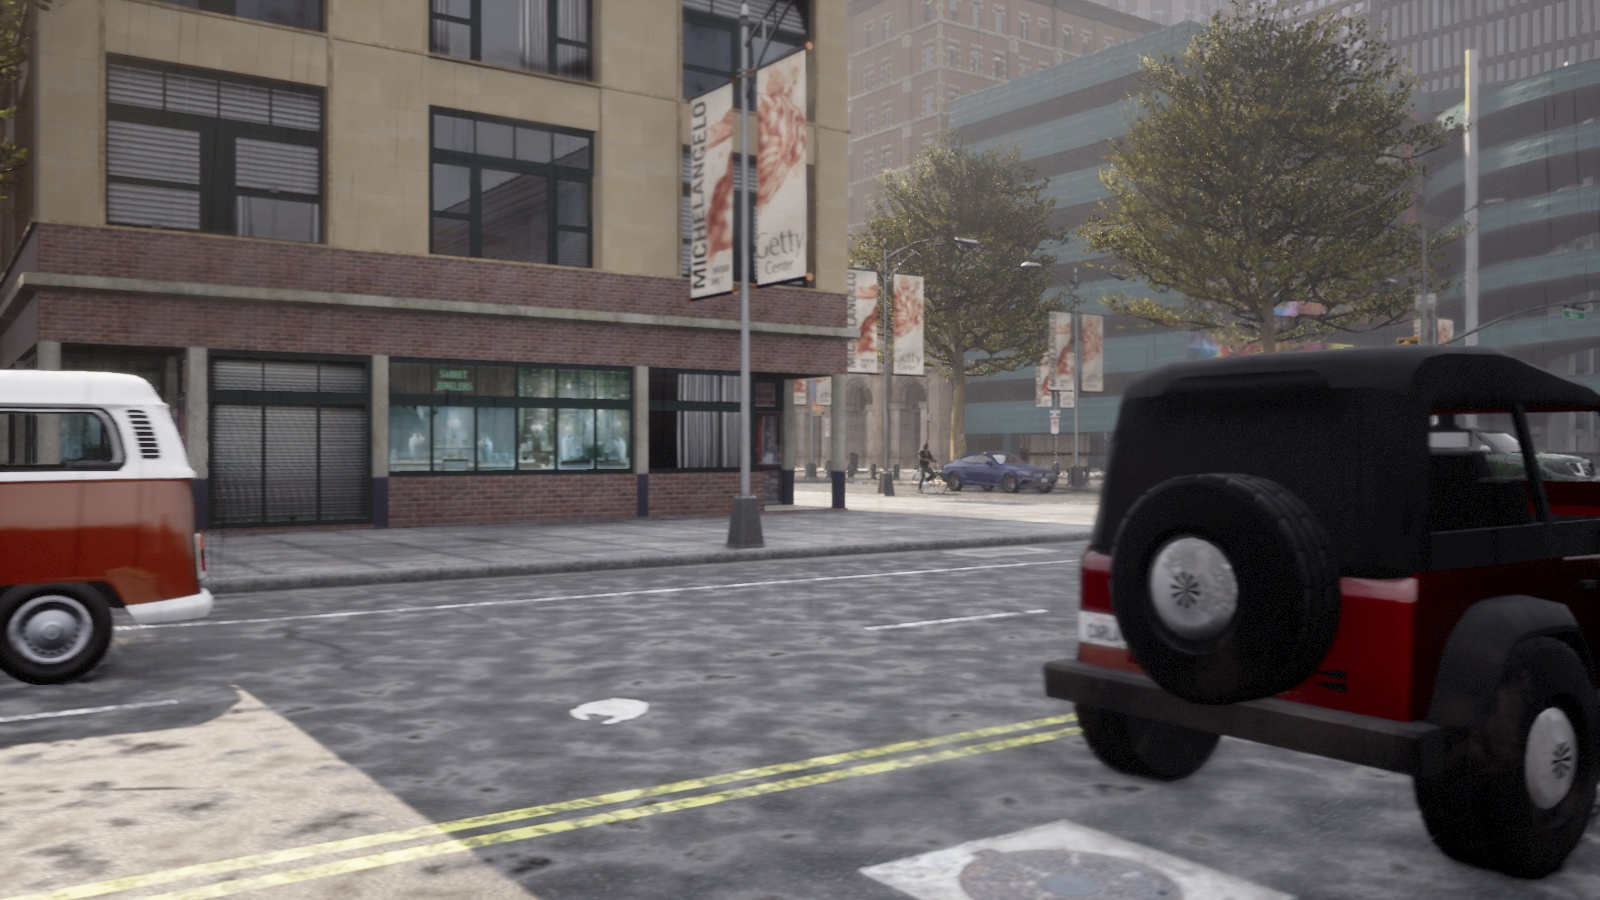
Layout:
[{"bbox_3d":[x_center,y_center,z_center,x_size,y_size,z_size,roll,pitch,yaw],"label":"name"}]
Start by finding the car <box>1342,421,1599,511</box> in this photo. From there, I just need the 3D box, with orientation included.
[{"bbox_3d":[16.725,0.372,31.270,2.150,2.045,5.566,-1,0,-39],"label":"car"}]

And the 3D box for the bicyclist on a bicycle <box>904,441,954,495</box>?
[{"bbox_3d":[4.359,0.593,42.526,0.659,1.776,1.843,0,0,-35],"label":"bicyclist on a bicycle"}]

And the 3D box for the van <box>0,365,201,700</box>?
[{"bbox_3d":[-6.376,0.505,7.945,4.480,2.038,2.069,0,0,-31],"label":"van"}]

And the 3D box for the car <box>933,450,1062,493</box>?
[{"bbox_3d":[6.987,0.734,44.831,1.812,1.442,4.674,0,0,-35],"label":"car"}]

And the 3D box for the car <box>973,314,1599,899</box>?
[{"bbox_3d":[2.869,0.526,5.655,3.866,1.878,1.905,0,0,-35],"label":"car"}]
